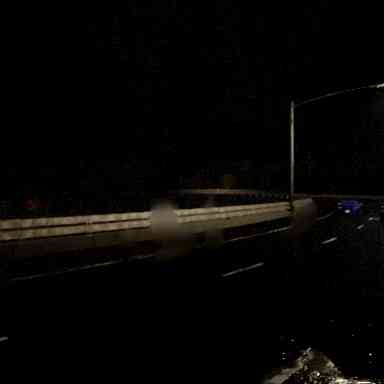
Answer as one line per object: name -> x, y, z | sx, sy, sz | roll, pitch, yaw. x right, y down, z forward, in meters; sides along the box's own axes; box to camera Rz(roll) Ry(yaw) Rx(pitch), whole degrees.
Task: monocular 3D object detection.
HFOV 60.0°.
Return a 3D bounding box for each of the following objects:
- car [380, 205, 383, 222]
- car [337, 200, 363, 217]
car -> 15.400, 1.500, 25.154 | 1.994, 1.385, 4.181 | 0, 0, 32
car -> 14.225, 1.443, 29.984 | 1.812, 1.442, 4.674 | 0, 0, 30
